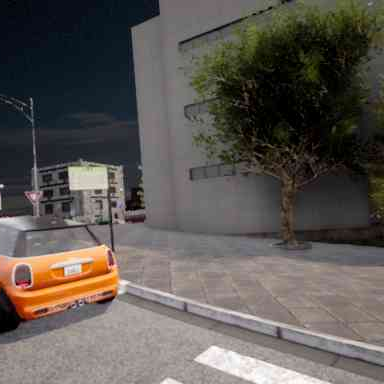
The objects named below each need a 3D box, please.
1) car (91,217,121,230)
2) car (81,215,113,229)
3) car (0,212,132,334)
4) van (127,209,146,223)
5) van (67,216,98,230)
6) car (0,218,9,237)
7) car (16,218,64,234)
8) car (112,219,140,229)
[{"bbox_3d":[-14.796,5.433,57.412,4.553,1.767,2.185,-7,-7,24],"label":"car"},{"bbox_3d":[-13.815,4.363,48.633,2.097,1.767,4.553,-7,-7,24],"label":"car"},{"bbox_3d":[-3.578,1.301,7.022,4.553,1.767,2.097,1,2,42],"label":"car"},{"bbox_3d":[-6.859,3.406,45.061,4.442,1.987,1.878,-7,-7,24],"label":"van"},{"bbox_3d":[-17.234,4.903,52.433,4.442,1.987,1.878,-7,-7,24],"label":"van"},{"bbox_3d":[-16.377,2.915,26.661,1.882,1.535,5.008,-4,-4,-17],"label":"car"},{"bbox_3d":[-18.089,3.984,39.728,2.128,1.511,4.902,-7,-5,27],"label":"car"},{"bbox_3d":[-12.429,6.072,62.572,4.792,1.488,2.163,-7,-8,24],"label":"car"}]
